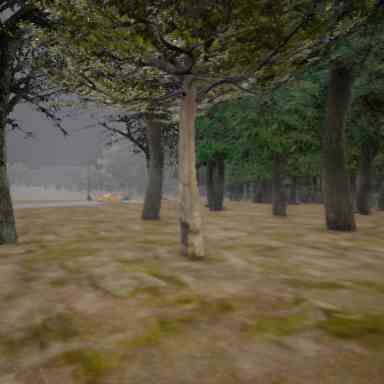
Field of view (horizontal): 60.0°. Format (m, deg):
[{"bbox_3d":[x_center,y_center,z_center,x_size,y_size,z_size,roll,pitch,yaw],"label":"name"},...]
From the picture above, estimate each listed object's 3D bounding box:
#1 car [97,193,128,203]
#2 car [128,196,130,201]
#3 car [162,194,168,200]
[{"bbox_3d":[-13.628,0.999,55.905,1.882,1.535,5.008,2,1,29],"label":"car"},{"bbox_3d":[-13.543,1.019,62.474,1.994,1.385,4.181,2,1,29],"label":"car"},{"bbox_3d":[-6.775,1.058,69.379,1.895,1.301,4.718,1,0,23],"label":"car"}]
